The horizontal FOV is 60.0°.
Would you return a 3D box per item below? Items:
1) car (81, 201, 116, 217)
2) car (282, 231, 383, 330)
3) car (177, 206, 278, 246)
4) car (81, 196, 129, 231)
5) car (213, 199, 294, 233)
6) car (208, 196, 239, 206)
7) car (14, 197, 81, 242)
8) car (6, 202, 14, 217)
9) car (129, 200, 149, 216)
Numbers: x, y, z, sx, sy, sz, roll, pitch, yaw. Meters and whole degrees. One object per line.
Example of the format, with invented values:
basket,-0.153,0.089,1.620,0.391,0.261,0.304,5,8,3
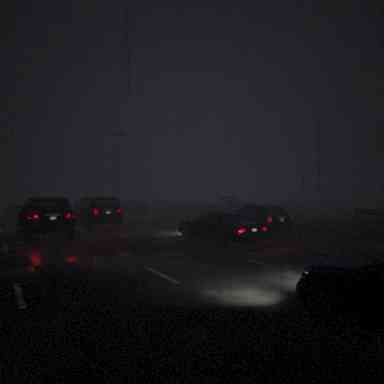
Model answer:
car,-9.590,1.672,33.873,2.033,1.411,5.357,1,0,-31
car,3.819,1.578,5.085,1.812,1.442,4.674,1,0,-31
car,1.288,1.642,15.982,2.033,1.411,5.357,1,0,-31
car,-6.272,1.301,21.684,2.150,2.045,5.566,1,0,-31
car,3.546,1.475,19.012,2.097,1.767,4.553,1,0,-31
car,3.514,1.426,36.042,3.866,1.878,1.905,1,0,-31
car,-7.630,1.269,17.160,2.150,2.045,5.566,1,0,-32
car,-16.977,1.638,32.548,1.994,1.385,4.181,1,0,-31
car,-6.263,1.628,35.139,1.882,1.535,5.008,1,0,-31
